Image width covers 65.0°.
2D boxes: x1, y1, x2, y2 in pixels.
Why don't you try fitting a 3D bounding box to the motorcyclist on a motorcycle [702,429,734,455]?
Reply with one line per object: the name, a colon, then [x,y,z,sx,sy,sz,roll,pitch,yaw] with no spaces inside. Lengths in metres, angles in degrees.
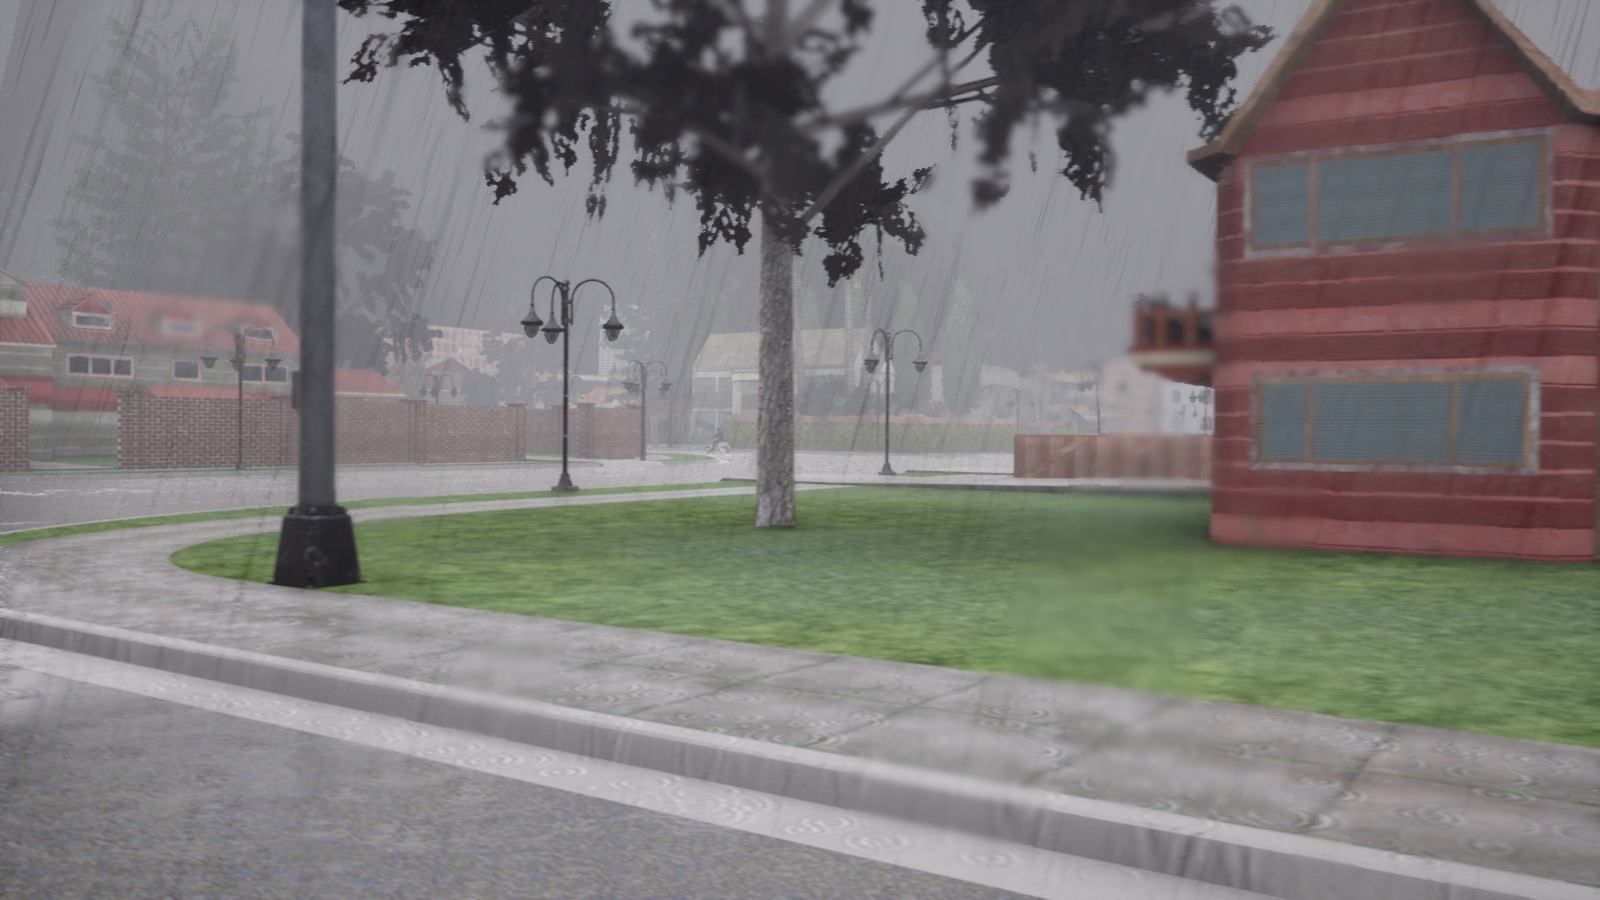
motorcyclist on a motorcycle: [-5.087,-0.483,77.711,1.817,1.590,0.866,0,1,34]
